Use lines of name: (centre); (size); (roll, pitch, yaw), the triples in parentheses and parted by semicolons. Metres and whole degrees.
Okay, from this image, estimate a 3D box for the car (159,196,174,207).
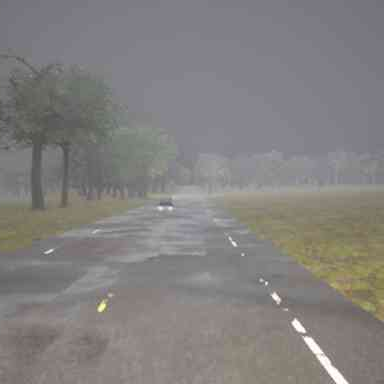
car: (-3.473, 1.247, 45.756); (2.033, 1.411, 5.357); (0, 0, 0)
